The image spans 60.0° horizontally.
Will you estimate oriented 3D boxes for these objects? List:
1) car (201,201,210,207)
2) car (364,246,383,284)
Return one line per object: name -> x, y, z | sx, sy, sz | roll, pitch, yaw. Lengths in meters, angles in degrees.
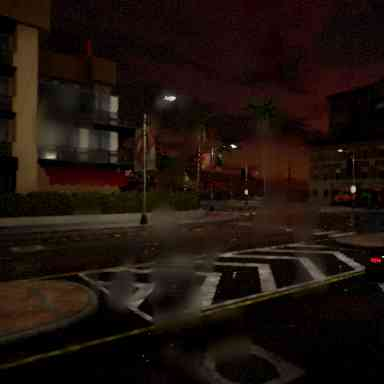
car -> 0.853, 1.781, 53.181 | 1.895, 1.301, 4.718 | 0, 0, -35
car -> 6.478, 1.605, 8.387 | 5.357, 1.411, 2.033 | 0, 0, -35
